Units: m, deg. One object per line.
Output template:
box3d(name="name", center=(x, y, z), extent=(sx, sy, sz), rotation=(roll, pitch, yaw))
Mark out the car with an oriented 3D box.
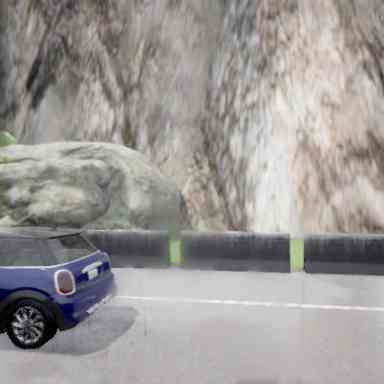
box3d(name="car", center=(-3.796, 1.439, 6.102), extent=(4.553, 1.767, 2.097), rotation=(0, -1, 10))
